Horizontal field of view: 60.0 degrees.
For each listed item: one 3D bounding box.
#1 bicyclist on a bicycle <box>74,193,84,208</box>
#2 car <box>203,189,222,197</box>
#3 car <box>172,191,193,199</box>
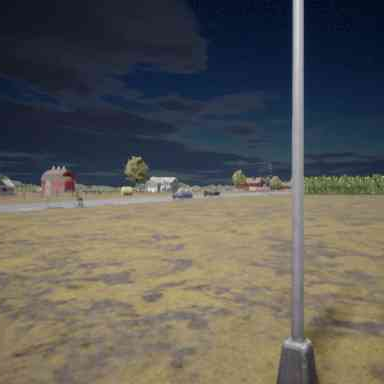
[{"bbox_3d":[-12.389,0.934,36.423,1.656,1.620,0.582,0,1,35],"label":"bicyclist on a bicycle"},{"bbox_3d":[4.141,0.177,66.631,1.837,1.490,4.892,2,2,35],"label":"car"},{"bbox_3d":[-1.594,0.428,58.469,1.994,1.385,4.181,2,2,36],"label":"car"}]
